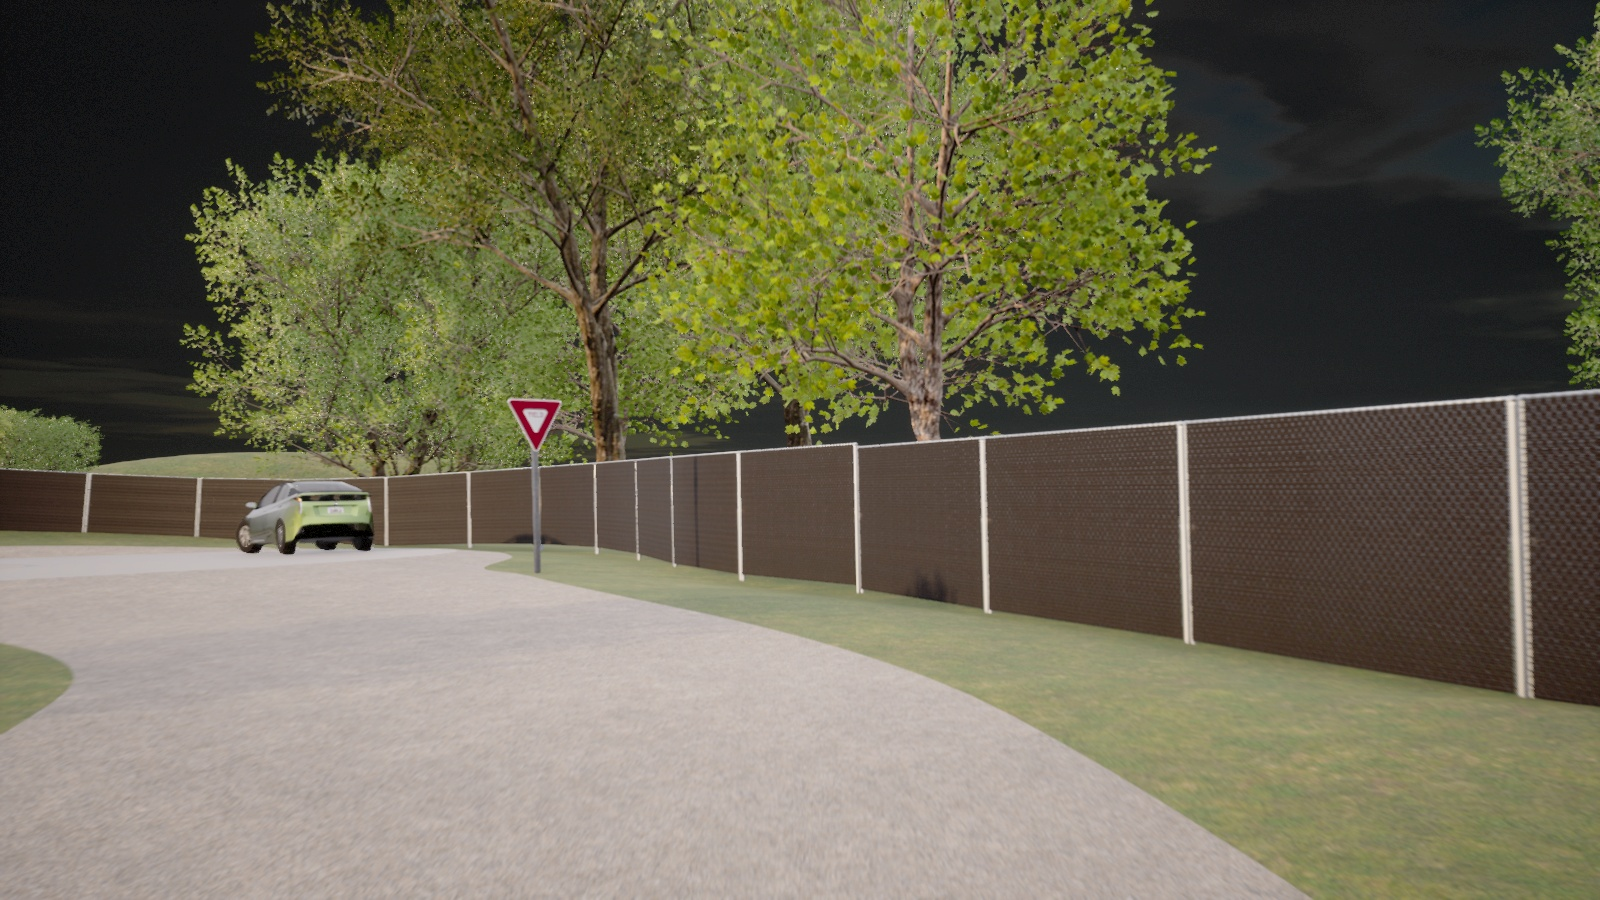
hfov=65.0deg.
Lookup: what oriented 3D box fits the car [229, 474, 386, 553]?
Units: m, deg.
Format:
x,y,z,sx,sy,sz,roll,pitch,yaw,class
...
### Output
x,y,z,sx,sy,sz,roll,pitch,yaw,class
-10.599,1.383,26.822,2.007,1.525,4.514,0,-4,-37,car
